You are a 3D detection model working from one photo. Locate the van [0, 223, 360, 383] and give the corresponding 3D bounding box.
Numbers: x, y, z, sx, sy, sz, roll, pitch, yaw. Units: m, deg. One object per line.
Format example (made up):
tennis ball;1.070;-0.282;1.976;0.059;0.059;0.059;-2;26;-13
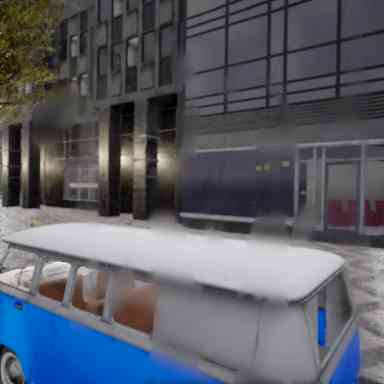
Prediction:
van;-0.491;1.298;3.315;3.998;1.788;1.690;1;1;36
